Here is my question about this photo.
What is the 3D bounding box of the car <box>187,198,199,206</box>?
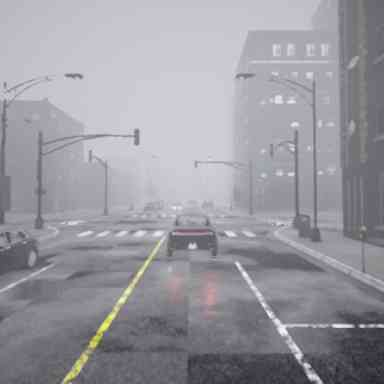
[{"bbox_3d":[0.019,2.251,74.523,1.882,1.535,5.008,0,-1,0],"label":"car"}]

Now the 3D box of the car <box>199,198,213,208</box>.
[{"bbox_3d":[2.720,2.052,58.283,1.967,1.590,4.097,1,-1,0],"label":"car"}]

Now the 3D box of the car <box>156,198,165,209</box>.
[{"bbox_3d":[-5.663,2.096,52.536,1.887,1.381,4.507,1,-1,0],"label":"car"}]

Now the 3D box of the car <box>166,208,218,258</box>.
[{"bbox_3d":[-0.013,1.637,13.508,2.128,1.511,4.902,0,0,-1],"label":"car"}]

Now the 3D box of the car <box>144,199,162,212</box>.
[{"bbox_3d":[-5.741,2.037,46.854,1.887,1.381,4.507,1,-1,0],"label":"car"}]

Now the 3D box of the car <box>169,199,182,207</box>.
[{"bbox_3d":[-2.990,2.216,67.285,2.128,1.511,4.902,0,-1,0],"label":"car"}]

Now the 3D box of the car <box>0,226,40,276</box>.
[{"bbox_3d":[-5.674,1.646,8.900,2.008,1.369,4.403,1,-1,0],"label":"car"}]

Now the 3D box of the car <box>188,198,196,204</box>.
[{"bbox_3d":[0.021,2.248,84.949,1.812,1.442,4.674,0,-1,0],"label":"car"}]
